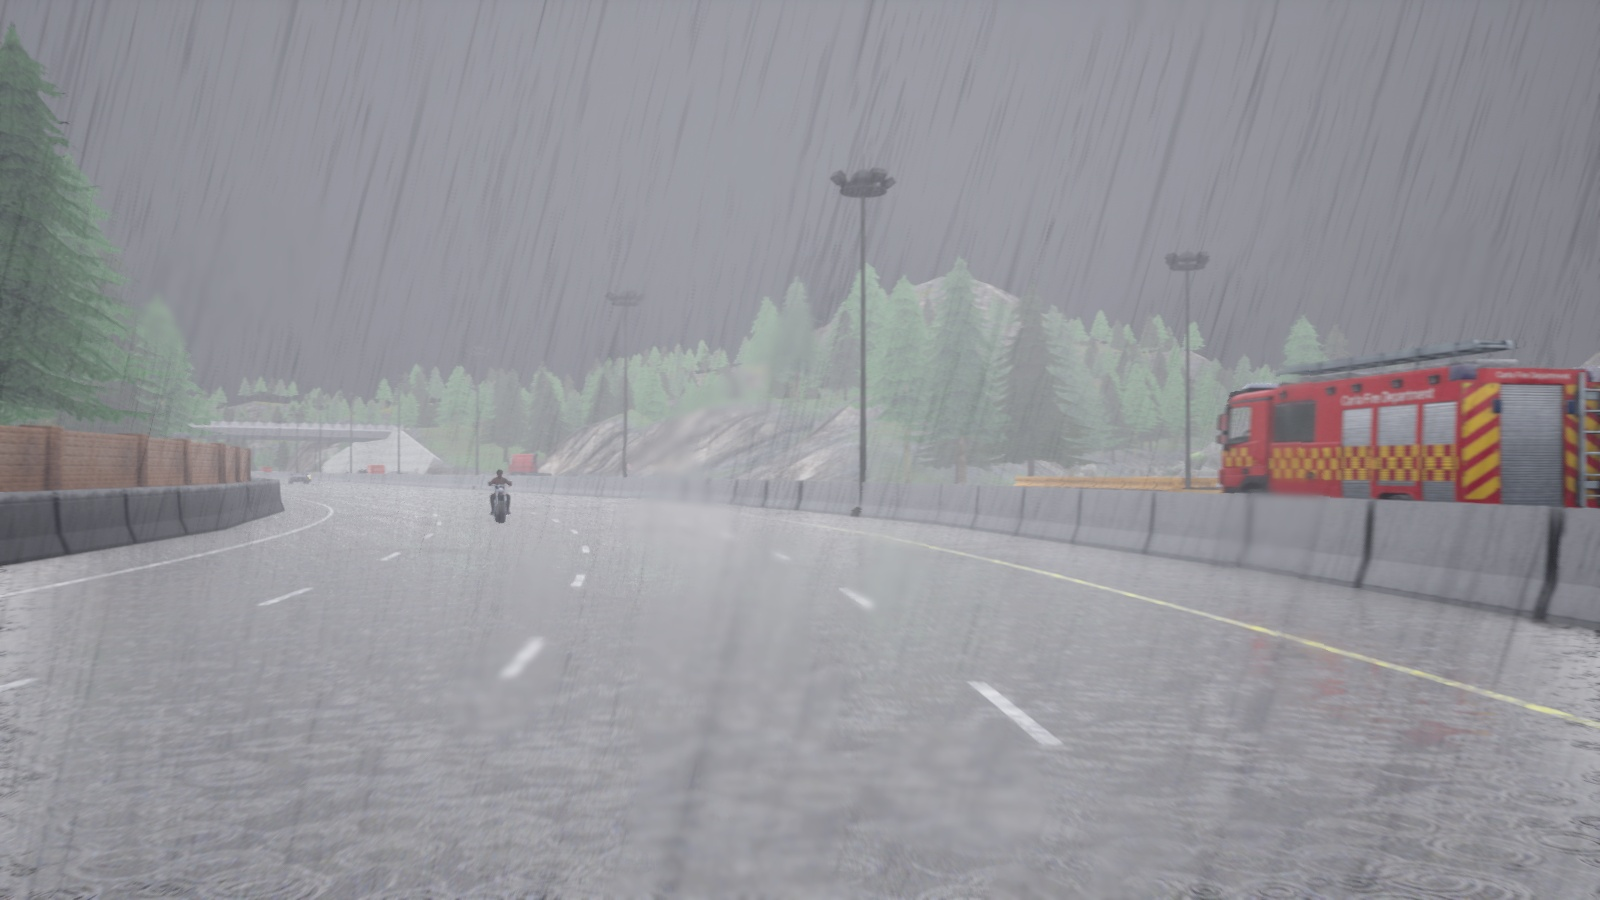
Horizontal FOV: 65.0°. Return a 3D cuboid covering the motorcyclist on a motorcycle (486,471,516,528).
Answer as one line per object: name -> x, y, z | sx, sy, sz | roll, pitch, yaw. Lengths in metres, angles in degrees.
motorcyclist on a motorcycle -> -9.001, 1.455, 37.745 | 0.766, 1.649, 2.350 | -1, -1, -16

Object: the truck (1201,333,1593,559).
truck -> 11.619, 0.001, 25.742 | 2.891, 3.827, 8.468 | 0, -1, -9
